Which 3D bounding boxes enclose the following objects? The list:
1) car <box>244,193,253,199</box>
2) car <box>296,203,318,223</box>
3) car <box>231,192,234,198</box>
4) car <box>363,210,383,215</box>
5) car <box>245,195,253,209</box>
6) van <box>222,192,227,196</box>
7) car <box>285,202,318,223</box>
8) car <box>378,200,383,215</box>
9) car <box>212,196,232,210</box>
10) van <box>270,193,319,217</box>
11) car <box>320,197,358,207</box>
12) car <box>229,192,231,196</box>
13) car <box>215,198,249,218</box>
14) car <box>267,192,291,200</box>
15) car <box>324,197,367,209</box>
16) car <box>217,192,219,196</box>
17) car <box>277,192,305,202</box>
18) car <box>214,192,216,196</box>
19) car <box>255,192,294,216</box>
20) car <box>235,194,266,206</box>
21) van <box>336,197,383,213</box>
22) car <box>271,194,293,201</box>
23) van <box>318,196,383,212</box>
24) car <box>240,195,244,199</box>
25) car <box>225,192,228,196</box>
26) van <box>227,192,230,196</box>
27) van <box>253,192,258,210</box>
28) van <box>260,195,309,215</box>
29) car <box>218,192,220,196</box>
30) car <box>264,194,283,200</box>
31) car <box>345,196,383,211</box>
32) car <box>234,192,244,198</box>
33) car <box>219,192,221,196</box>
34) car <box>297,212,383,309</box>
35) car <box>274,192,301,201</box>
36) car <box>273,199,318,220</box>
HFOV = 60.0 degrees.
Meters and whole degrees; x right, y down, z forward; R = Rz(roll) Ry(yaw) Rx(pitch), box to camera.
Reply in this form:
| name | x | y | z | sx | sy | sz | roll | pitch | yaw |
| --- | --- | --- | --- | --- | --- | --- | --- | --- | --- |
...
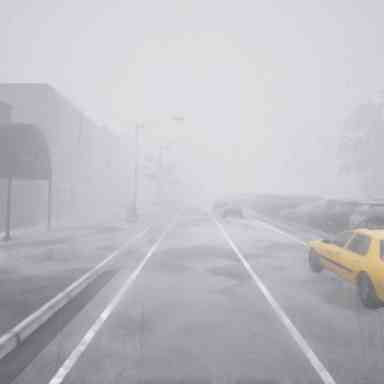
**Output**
| name | x | y | z | sx | sy | sz | roll | pitch | yaw |
| --- | --- | --- | --- | --- | --- | --- | --- | --- | --- |
| car | 9.340 | 1.361 | 42.360 | 4.553 | 1.767 | 2.185 | 0 | 0 | 0 |
| car | 9.157 | 1.616 | 19.928 | 4.792 | 1.488 | 2.163 | 0 | 0 | 0 |
| car | 9.348 | 1.188 | 50.769 | 5.566 | 2.045 | 2.435 | 0 | 0 | 0 |
| car | 9.056 | 1.578 | 11.516 | 5.008 | 1.535 | 2.097 | 0 | 0 | 0 |
| car | 9.279 | 1.503 | 39.558 | 4.892 | 1.521 | 2.231 | 0 | 0 | 0 |
| van | 9.439 | 1.088 | 73.195 | 4.442 | 1.987 | 1.878 | 0 | 0 | 0 |
| car | 9.148 | 1.621 | 22.736 | 4.674 | 1.452 | 2.002 | 0 | 0 | 0 |
| car | 22.510 | 1.623 | 34.381 | 5.366 | 1.575 | 1.946 | 0 | 0 | 0 |
| car | 3.646 | 1.526 | 42.888 | 1.994 | 1.385 | 4.181 | 0 | 0 | 1 |
| van | 9.314 | 1.338 | 28.345 | 4.442 | 1.987 | 1.878 | 0 | 0 | 0 |
| car | 22.462 | 1.533 | 51.038 | 4.892 | 1.521 | 2.231 | 0 | 0 | 0 |
| car | 9.474 | 1.267 | 59.179 | 4.553 | 1.767 | 2.185 | 0 | 0 | 0 |
| car | 3.552 | 1.555 | 30.415 | 2.033 | 1.411 | 5.357 | 0 | 0 | 1 |
| car | 22.720 | 1.090 | 87.276 | 5.566 | 2.045 | 2.435 | 0 | 0 | 0 |
| car | 22.249 | 1.543 | 48.263 | 5.366 | 1.575 | 1.946 | 0 | 0 | 0 |
| car | 9.637 | 1.277 | 87.210 | 4.792 | 1.488 | 2.163 | 0 | 0 | 0 |
| car | 22.632 | 1.141 | 76.259 | 5.566 | 2.045 | 2.435 | 0 | 0 | 0 |
| car | 9.741 | 0.981 | 92.813 | 5.566 | 2.045 | 2.435 | 0 | 0 | 0 |
| car | 9.192 | 1.297 | 31.146 | 5.566 | 2.045 | 2.435 | 0 | 0 | 0 |
| car | 9.367 | 1.298 | 53.573 | 4.553 | 1.767 | 2.185 | 0 | 0 | 0 |
| van | 8.969 | 1.357 | 14.325 | 4.442 | 1.987 | 1.878 | 0 | 0 | 0 |
| car | 22.719 | 1.353 | 84.490 | 5.008 | 1.535 | 2.097 | 0 | 0 | 0 |
| van | 9.224 | 1.360 | 17.124 | 4.442 | 1.987 | 1.878 | 0 | 0 | 0 |
| car | 9.327 | 1.510 | 45.164 | 4.674 | 1.452 | 2.002 | 0 | 0 | 0 |
| car | 9.482 | 1.361 | 64.786 | 5.008 | 1.535 | 2.097 | 0 | 0 | 0 |
| van | 9.349 | 1.150 | 61.983 | 4.442 | 1.987 | 1.878 | 0 | 0 | 0 |
| van | 9.381 | 1.292 | 36.752 | 4.442 | 1.987 | 1.878 | 0 | 0 | 0 |
| van | 9.358 | 1.308 | 33.949 | 4.442 | 1.987 | 1.878 | 0 | 0 | 0 |
| car | 9.616 | 1.270 | 81.602 | 5.008 | 1.535 | 2.097 | 0 | 0 | 0 |
| car | 22.761 | 1.357 | 92.845 | 4.792 | 1.488 | 2.163 | 0 | 0 | 0 |
| car | 22.422 | 1.453 | 42.710 | 4.553 | 1.767 | 2.185 | 0 | 0 | 0 |
| car | 9.326 | 1.203 | 47.966 | 5.566 | 2.045 | 2.435 | 0 | 0 | 0 |
| car | 9.784 | 1.282 | 78.800 | 5.366 | 1.575 | 1.946 | 0 | 0 | 0 |
| car | 4.282 | 1.495 | 7.849 | 1.801 | 1.575 | 5.366 | 0 | 0 | 1 |
| car | 22.652 | 1.126 | 78.920 | 5.566 | 2.045 | 2.435 | 0 | 0 | 0 |
| car | 9.179 | 1.574 | 25.539 | 4.892 | 1.521 | 2.231 | 0 | 0 | 0 |
